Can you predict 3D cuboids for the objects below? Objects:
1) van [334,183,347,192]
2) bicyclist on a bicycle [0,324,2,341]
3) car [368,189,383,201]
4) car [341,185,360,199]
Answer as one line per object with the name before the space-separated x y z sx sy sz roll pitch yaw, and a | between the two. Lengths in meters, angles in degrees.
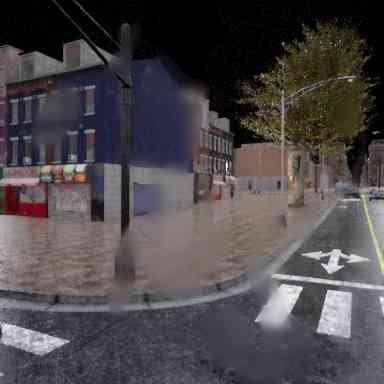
van | 29.513 -0.930 66.700 1.690 1.788 3.998 2 3 26
bicyclist on a bicycle | -3.308 1.422 4.930 1.509 1.612 0.866 0 0 26
car | 22.033 0.304 39.490 2.033 1.411 5.357 0 3 27
car | 21.335 0.122 44.366 1.895 1.301 4.718 0 3 26
